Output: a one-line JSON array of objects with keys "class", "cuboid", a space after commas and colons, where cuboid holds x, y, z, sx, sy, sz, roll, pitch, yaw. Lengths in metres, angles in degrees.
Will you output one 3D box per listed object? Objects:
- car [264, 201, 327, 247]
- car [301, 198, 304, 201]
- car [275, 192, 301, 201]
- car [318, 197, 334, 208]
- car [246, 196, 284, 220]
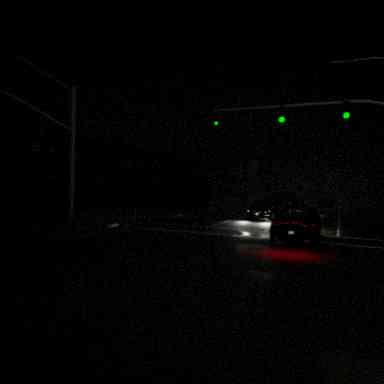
[{"class": "car", "cuboid": [4.832, 1.407, 15.046, 1.882, 1.535, 5.008, 2, 1, 24]}, {"class": "car", "cuboid": [13.814, 1.366, 43.994, 1.994, 1.385, 4.181, 2, 1, 24]}, {"class": "car", "cuboid": [9.681, 1.033, 34.902, 2.150, 2.045, 5.566, 1, 1, 24]}, {"class": "car", "cuboid": [18.381, 1.363, 45.595, 1.882, 1.535, 5.008, 2, 1, 24]}, {"class": "car", "cuboid": [5.622, 1.330, 25.875, 1.837, 1.490, 4.892, 2, 1, 24]}]
